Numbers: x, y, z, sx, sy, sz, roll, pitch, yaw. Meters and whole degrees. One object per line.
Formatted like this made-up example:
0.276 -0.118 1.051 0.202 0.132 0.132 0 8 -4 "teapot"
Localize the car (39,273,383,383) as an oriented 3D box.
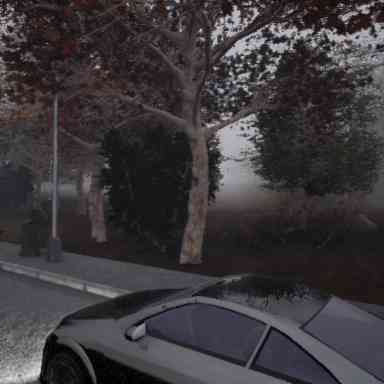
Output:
0.351 1.573 3.313 4.181 1.385 1.994 0 0 36 "car"
